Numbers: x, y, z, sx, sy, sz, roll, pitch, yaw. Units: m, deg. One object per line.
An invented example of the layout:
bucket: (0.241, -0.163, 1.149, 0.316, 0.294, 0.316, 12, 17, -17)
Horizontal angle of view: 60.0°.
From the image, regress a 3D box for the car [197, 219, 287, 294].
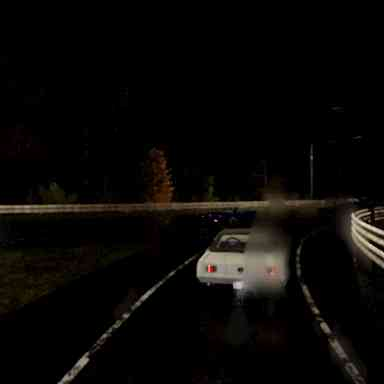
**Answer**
car: (1.505, 1.656, 9.040, 1.895, 1.301, 4.718, 0, 0, 13)

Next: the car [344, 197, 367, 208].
car: (25.674, 1.821, 53.034, 2.128, 1.511, 4.902, 0, 0, 40)

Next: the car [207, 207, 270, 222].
car: (3.558, 1.749, 24.808, 4.718, 1.301, 1.895, 0, 0, -32)
